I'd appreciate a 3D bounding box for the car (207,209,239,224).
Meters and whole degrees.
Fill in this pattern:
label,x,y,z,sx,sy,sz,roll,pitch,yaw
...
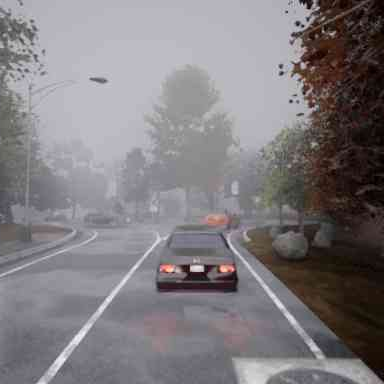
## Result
label,x,y,z,sx,sy,sz,roll,pitch,yaw
car,2.631,2.220,28.235,2.097,1.767,4.553,-1,-4,19

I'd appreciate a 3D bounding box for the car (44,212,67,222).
label,x,y,z,sx,sy,sz,roll,pitch,yaw
car,-19.427,3.570,47.549,1.812,1.442,4.674,0,-3,0

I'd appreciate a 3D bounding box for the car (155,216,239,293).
label,x,y,z,sx,sy,sz,roll,pitch,yaw
car,0.125,1.596,9.033,2.033,1.411,5.357,0,-1,1

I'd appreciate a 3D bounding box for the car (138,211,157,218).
label,x,y,z,sx,sy,sz,roll,pitch,yaw
car,-8.928,4.350,63.906,5.008,1.535,1.882,2,-4,-18

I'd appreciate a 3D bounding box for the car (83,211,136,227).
label,x,y,z,sx,sy,sz,roll,pitch,yaw
car,-8.454,2.661,33.110,4.902,1.511,2.128,-1,-4,22
